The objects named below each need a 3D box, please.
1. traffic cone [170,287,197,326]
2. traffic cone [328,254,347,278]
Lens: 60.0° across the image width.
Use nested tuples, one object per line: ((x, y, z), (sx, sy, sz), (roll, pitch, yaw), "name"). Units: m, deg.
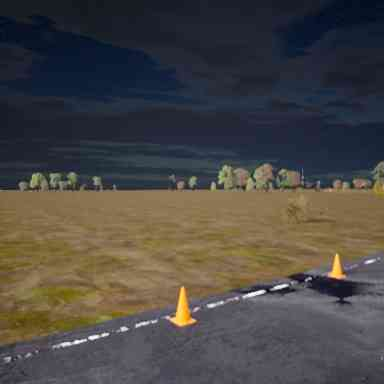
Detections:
((-0.153, 1.940, 5.752), (0.340, 0.580, 0.340), (0, 0, -36), "traffic cone")
((3.809, 1.917, 8.723), (0.340, 0.580, 0.340), (0, 0, -37), "traffic cone")
